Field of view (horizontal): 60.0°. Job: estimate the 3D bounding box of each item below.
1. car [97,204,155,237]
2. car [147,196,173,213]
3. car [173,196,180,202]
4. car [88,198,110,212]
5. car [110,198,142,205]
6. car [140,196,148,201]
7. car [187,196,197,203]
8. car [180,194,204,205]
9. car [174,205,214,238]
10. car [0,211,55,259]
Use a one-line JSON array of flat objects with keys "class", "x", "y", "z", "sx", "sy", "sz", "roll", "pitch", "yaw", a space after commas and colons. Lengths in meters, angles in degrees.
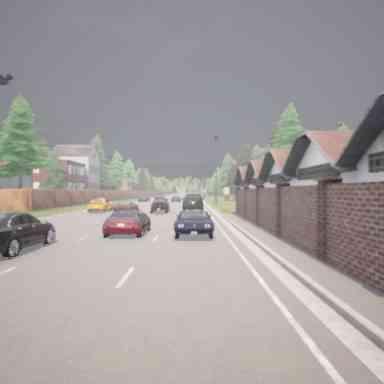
[{"class": "car", "x": -3.401, "y": 1.557, "z": 17.920, "sx": 1.994, "sy": 1.385, "sz": 4.181, "roll": 0, "pitch": 0, "yaw": 0}, {"class": "car", "x": -3.401, "y": 1.490, "z": 36.519, "sx": 1.837, "sy": 1.490, "sz": 4.892, "roll": 0, "pitch": 0, "yaw": 0}, {"class": "car", "x": -3.504, "y": 1.519, "z": 71.862, "sx": 1.994, "sy": 1.385, "sz": 4.181, "roll": 0, "pitch": 0, "yaw": 0}, {"class": "car", "x": -10.402, "y": 1.462, "z": 38.098, "sx": 1.882, "sy": 1.535, "sz": 5.008, "roll": 0, "pitch": 0, "yaw": 0}, {"class": "car", "x": -6.902, "y": 1.586, "z": 35.095, "sx": 1.895, "sy": 1.301, "sz": 4.718, "roll": 0, "pitch": 0, "yaw": 0}, {"class": "car", "x": -10.504, "y": 1.522, "z": 73.494, "sx": 1.994, "sy": 1.385, "sz": 4.181, "roll": 0, "pitch": 0, "yaw": 0}, {"class": "car", "x": -0.004, "y": 1.561, "z": 71.060, "sx": 1.895, "sy": 1.301, "sz": 4.718, "roll": 0, "pitch": 0, "yaw": 0}, {"class": "car", "x": 0.097, "y": 1.207, "z": 35.812, "sx": 2.150, "sy": 2.045, "sz": 5.566, "roll": 0, "pitch": 0, "yaw": 0}, {"class": "car", "x": 0.100, "y": 1.594, "z": 17.523, "sx": 1.895, "sy": 1.301, "sz": 4.718, "roll": 0, "pitch": 0, "yaw": 0}, {"class": "car", "x": -6.901, "y": 1.499, "z": 12.618, "sx": 1.837, "sy": 1.490, "sz": 4.892, "roll": 0, "pitch": 0, "yaw": 0}]
